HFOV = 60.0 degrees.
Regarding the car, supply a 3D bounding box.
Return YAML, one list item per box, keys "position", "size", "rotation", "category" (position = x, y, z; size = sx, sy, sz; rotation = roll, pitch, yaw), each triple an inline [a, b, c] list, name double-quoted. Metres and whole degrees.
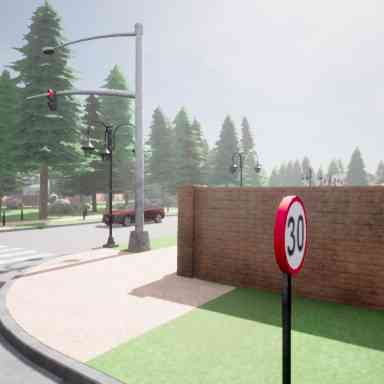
- position: [-3.956, 1.464, 23.097]
  size: [1.882, 1.535, 5.008]
  rotation: [0, 0, 34]
  category: "car"
